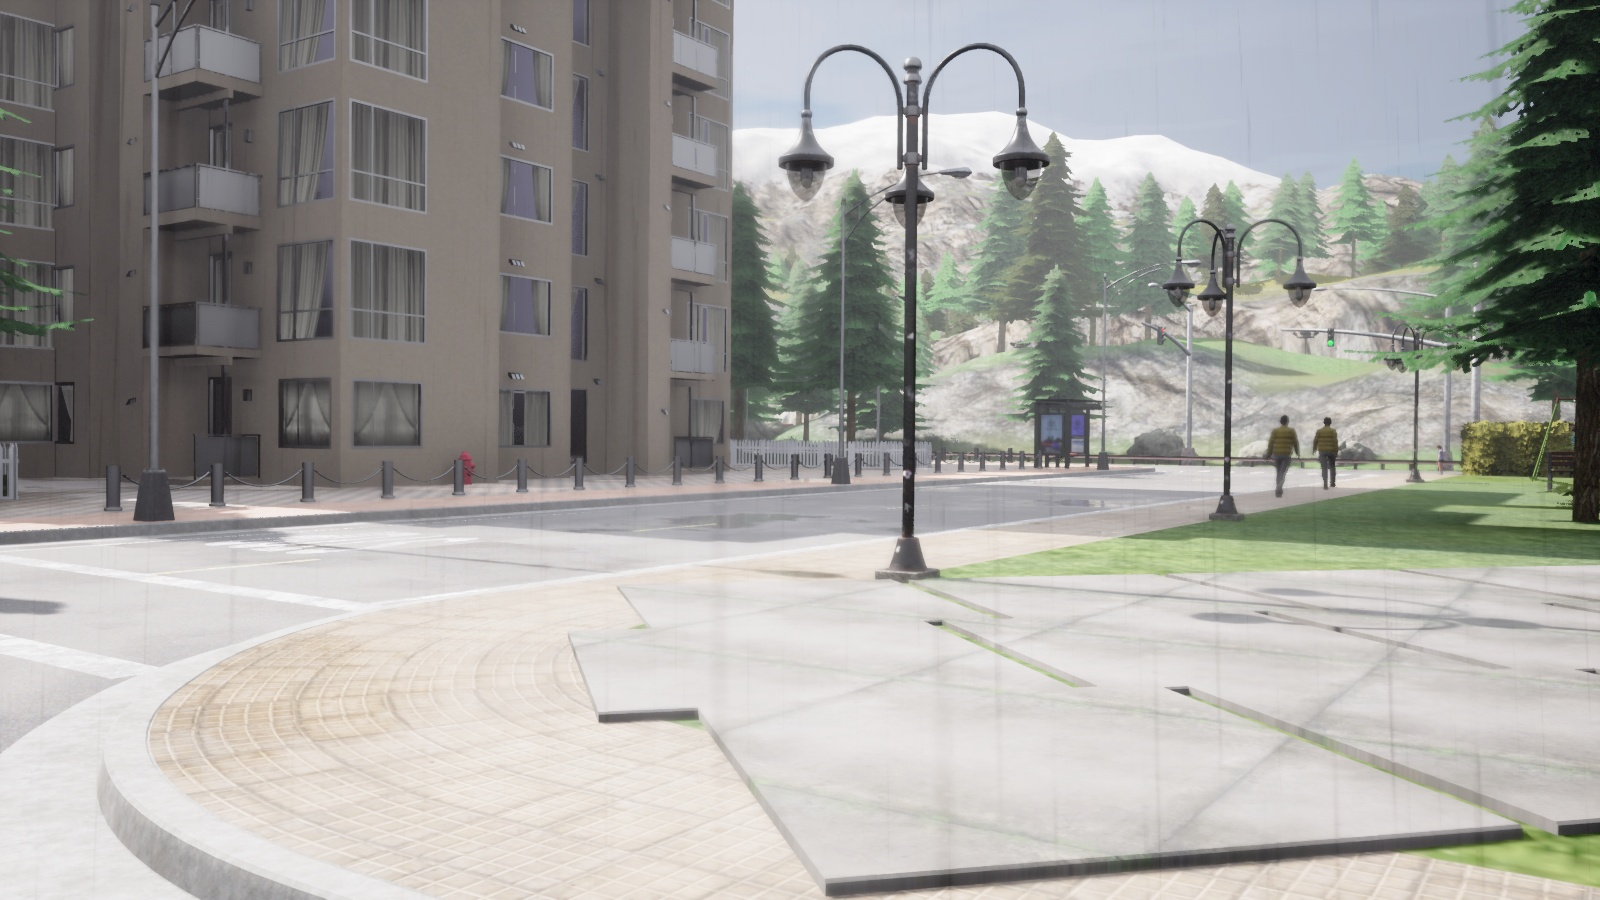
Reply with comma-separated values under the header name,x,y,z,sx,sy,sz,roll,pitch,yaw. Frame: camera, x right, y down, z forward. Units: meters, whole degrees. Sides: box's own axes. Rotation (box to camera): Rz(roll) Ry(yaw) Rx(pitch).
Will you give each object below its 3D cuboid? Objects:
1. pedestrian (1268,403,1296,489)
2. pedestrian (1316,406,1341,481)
name,x,y,z,sx,sy,sz,roll,pitch,yaw
pedestrian,10.423,-0.089,27.173,0.431,1.840,0.709,0,1,32
pedestrian,13.184,-0.170,31.330,0.431,1.840,0.709,0,1,34
